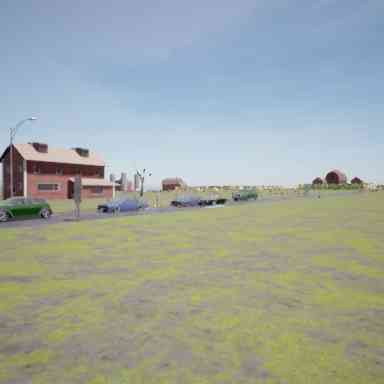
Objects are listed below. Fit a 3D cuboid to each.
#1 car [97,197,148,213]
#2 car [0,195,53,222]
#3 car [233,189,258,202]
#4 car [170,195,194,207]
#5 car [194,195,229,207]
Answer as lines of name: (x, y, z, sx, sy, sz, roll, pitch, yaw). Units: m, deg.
car: (-6.653, 1.179, 32.508, 2.033, 1.411, 5.357, 1, 1, 36)
car: (-12.671, 1.134, 24.173, 2.097, 1.767, 4.553, 1, 1, 36)
car: (8.728, 0.482, 53.624, 2.150, 2.045, 5.566, 1, 1, 36)
car: (-0.405, 1.020, 41.149, 2.033, 1.411, 5.357, 1, 1, 35)
car: (2.634, 1.082, 40.328, 1.895, 1.301, 4.718, 1, 1, 36)
